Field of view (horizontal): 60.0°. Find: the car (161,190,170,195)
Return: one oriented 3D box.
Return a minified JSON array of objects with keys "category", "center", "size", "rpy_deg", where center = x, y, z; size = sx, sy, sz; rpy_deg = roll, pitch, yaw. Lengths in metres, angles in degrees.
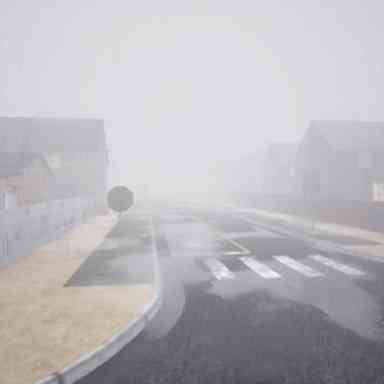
[{"category":"car","center":[-7.338,0.139,93.980],"size":[1.837,1.490,4.892],"rpy_deg":[0,1,-7]}]
